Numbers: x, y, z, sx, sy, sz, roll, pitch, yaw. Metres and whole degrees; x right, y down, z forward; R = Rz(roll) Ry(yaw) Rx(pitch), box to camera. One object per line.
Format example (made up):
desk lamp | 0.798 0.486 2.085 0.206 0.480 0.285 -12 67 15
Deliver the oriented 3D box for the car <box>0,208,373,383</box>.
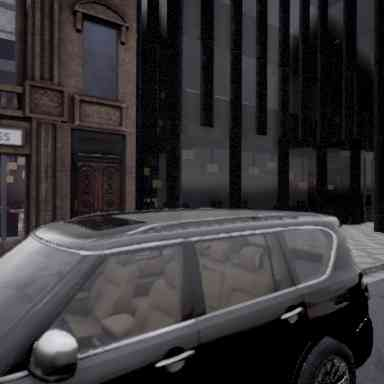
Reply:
car | -0.615 1.221 2.940 5.566 2.045 2.150 0 0 -36
